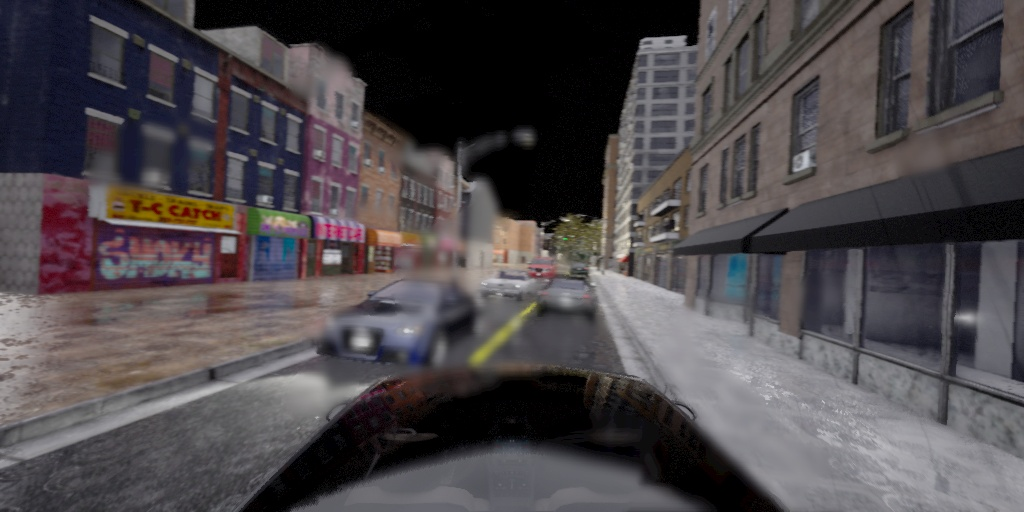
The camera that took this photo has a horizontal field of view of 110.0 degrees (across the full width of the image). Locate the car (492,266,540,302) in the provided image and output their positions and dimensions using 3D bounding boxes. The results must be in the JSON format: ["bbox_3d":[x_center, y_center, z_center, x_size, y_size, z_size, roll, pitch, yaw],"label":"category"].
[{"bbox_3d":[-0.052,1.340,17.251,1.895,1.301,4.718,3,0,11],"label":"car"}]

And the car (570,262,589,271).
[{"bbox_3d":[8.073,1.518,42.702,2.097,1.767,4.553,3,0,11],"label":"car"}]

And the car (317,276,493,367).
[{"bbox_3d":[-1.985,1.206,7.619,1.994,1.385,4.181,3,0,11],"label":"car"}]

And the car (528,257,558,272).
[{"bbox_3d":[2.685,1.097,30.701,2.150,2.045,5.566,3,0,12],"label":"car"}]

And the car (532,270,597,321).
[{"bbox_3d":[2.132,1.420,13.311,1.994,1.385,4.181,3,0,12],"label":"car"}]
